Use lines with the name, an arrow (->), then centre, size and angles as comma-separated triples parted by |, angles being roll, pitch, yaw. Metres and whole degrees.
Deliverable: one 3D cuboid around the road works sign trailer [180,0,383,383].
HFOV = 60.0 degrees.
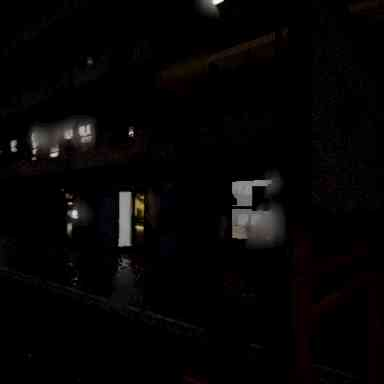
road works sign trailer -> 1.033, 0.602, 2.556 | 2.880, 3.560, 2.380 | -1, -3, 39
